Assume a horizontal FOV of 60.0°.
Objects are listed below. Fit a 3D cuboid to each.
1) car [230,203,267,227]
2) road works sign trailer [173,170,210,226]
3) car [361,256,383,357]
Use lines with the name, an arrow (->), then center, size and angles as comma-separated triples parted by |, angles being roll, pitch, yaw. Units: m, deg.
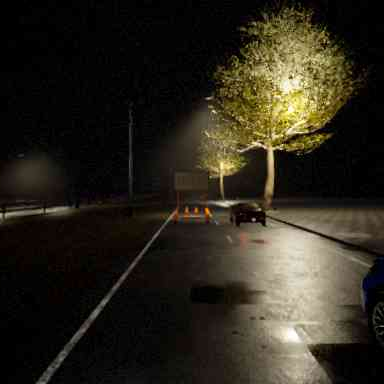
car -> 3.569, 1.403, 21.549 | 1.812, 1.442, 4.674 | 0, 0, 0
road works sign trailer -> -0.033, 0.339, 22.193 | 2.380, 3.560, 2.880 | 0, 0, 0
car -> 3.596, 1.205, 2.602 | 2.150, 2.045, 5.566 | 0, 0, 0
